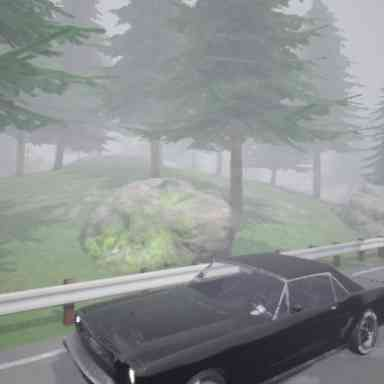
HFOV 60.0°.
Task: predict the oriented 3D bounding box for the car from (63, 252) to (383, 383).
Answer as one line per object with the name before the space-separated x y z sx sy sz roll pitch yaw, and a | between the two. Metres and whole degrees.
car | 0.830 1.618 4.581 4.718 1.301 1.895 0 0 -36
